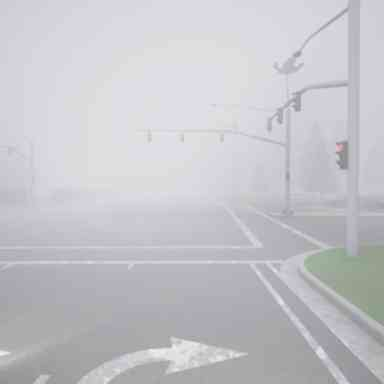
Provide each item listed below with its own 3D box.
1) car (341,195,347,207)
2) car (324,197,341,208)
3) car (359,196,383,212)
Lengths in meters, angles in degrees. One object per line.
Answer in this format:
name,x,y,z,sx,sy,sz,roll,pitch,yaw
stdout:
car,18.001,1.115,33.879,4.181,1.385,1.994,0,1,0
car,17.761,1.053,37.362,5.357,1.411,2.033,0,1,-1
car,17.846,1.089,30.362,4.902,1.511,2.128,0,1,-1
